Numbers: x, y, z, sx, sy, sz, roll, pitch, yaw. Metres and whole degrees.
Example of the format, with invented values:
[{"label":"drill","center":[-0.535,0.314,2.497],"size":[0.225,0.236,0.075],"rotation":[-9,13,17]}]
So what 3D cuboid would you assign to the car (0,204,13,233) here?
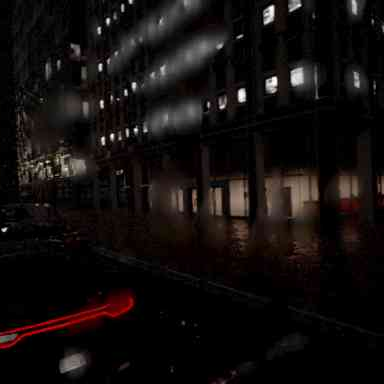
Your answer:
[{"label":"car","center":[-11.781,1.471,19.041],"size":[1.887,1.381,4.507],"rotation":[-1,1,-39]}]

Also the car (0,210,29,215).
[{"label":"car","center":[-4.770,1.456,10.441],"size":[1.887,1.381,4.507],"rotation":[-1,1,-39]}]

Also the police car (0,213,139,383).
[{"label":"police car","center":[-2.751,1.387,5.102],"size":[1.930,1.638,5.238],"rotation":[-2,1,-39]}]

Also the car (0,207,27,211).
[{"label":"car","center":[-8.276,1.359,14.740],"size":[1.967,1.590,4.097],"rotation":[-1,1,-39]}]
